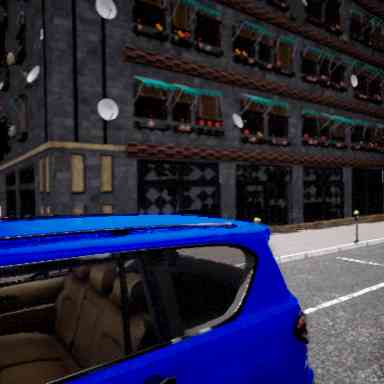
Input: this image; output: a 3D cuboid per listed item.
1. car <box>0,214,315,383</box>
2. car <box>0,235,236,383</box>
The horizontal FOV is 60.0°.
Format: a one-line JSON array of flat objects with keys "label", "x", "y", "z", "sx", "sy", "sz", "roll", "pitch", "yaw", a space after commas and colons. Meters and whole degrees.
[{"label": "car", "x": -1.624, "y": 1.227, "z": 1.912, "sx": 5.566, "sy": 2.045, "sz": 2.150, "roll": 0, "pitch": 0, "yaw": -36}, {"label": "car", "x": -1.508, "y": 1.571, "z": 5.032, "sx": 4.206, "sy": 1.307, "sz": 1.802, "roll": -1, "pitch": 0, "yaw": -35}]
